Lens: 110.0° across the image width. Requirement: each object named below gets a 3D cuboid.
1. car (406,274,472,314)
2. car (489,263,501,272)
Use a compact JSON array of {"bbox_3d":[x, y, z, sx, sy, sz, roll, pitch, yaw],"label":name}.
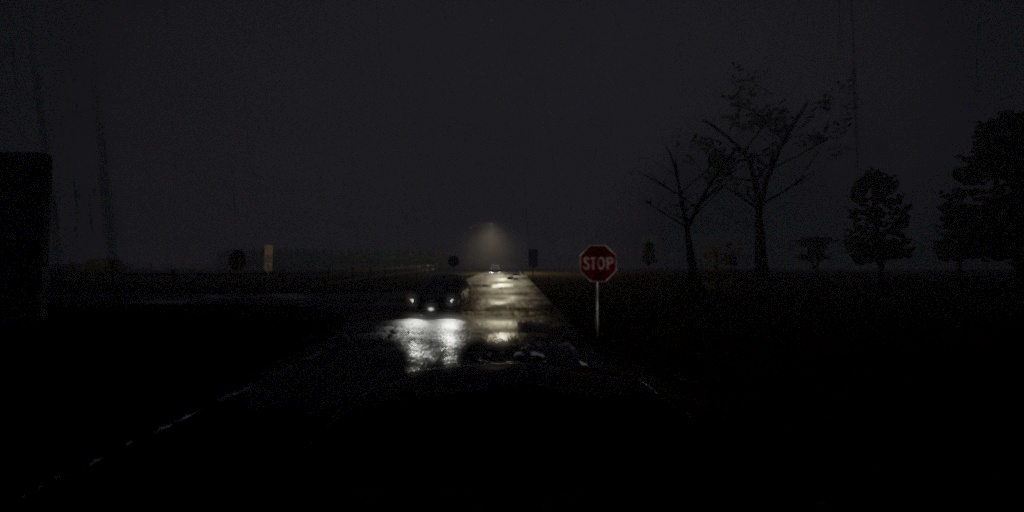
[{"bbox_3d":[-2.752,1.460,14.876,2.033,1.411,5.357,0,-1,0],"label":"car"},{"bbox_3d":[-2.764,1.960,60.776,2.033,1.411,5.357,0,-1,0],"label":"car"}]
